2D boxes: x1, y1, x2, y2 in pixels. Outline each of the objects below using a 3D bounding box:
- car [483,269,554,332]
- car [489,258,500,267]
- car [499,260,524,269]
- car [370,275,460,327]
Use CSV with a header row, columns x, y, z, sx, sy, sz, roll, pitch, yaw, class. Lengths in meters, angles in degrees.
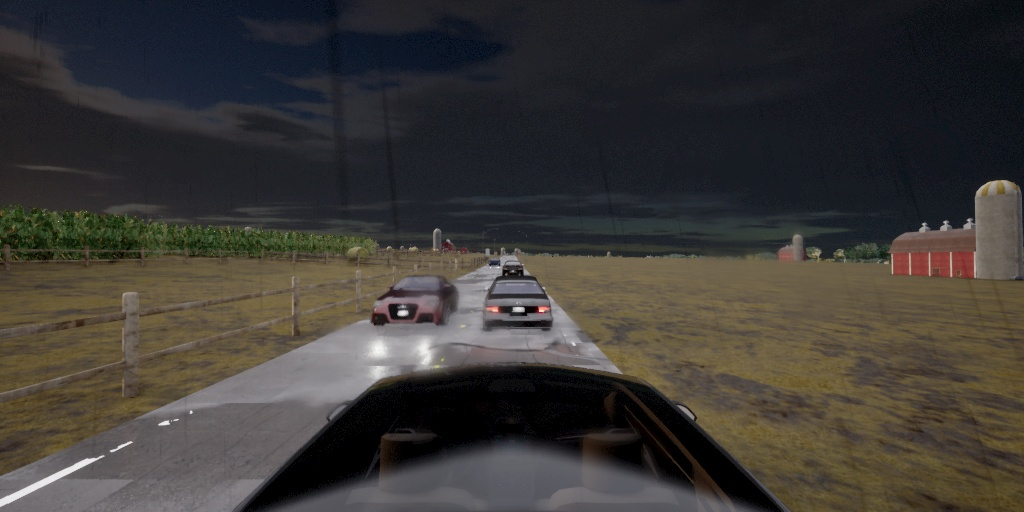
x,y,z,sx,sy,sz,roll,pitch,yaw,class
0.111,1.289,10.839,2.033,1.411,5.357,0,0,-1,car
-2.782,0.983,59.113,2.033,1.411,5.357,0,1,0,car
0.083,1.130,33.055,1.882,1.535,5.008,0,0,0,car
-2.855,1.305,11.407,1.994,1.385,4.181,0,0,0,car
